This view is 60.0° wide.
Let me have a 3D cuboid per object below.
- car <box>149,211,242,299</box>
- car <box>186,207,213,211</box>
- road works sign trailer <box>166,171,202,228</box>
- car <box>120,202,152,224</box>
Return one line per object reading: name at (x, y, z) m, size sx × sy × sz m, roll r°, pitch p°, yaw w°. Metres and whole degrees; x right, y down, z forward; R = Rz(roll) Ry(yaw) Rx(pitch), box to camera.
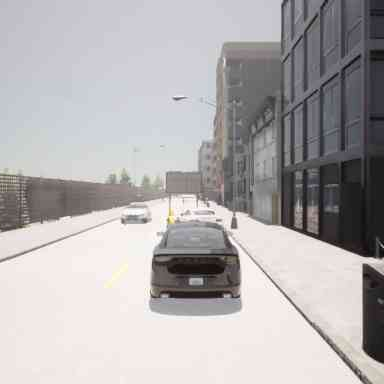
car at (0.072, 1.479, 8.530) m, size 1.882 × 1.535 × 5.008 m, roll 0°, pitch 0°, yaw 0°
car at (0.401, 1.543, 17.881) m, size 1.812 × 1.442 × 4.674 m, roll 0°, pitch -1°, yaw -9°
road works sign trailer at (-0.572, 0.468, 21.364) m, size 2.380 × 3.560 × 2.880 m, roll 0°, pitch 0°, yaw -17°
car at (-4.078, 1.529, 24.913) m, size 1.812 × 1.442 × 4.674 m, roll 0°, pitch 0°, yaw 0°
